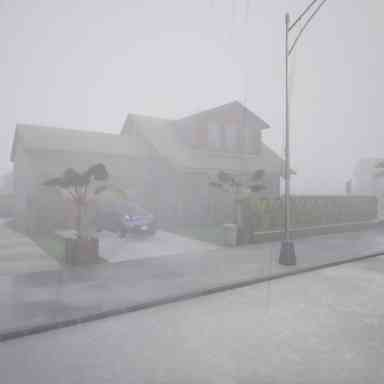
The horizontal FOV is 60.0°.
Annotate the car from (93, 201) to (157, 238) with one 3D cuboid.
[{"bbox_3d":[-3.094,1.174,15.242,1.845,1.501,3.633,0,0,-38],"label":"car"}]
